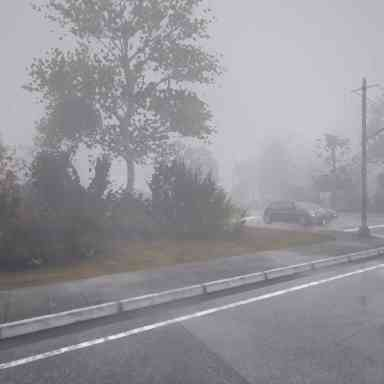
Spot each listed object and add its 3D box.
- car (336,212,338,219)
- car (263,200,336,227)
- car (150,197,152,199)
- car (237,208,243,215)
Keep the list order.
[{"bbox_3d":[9.212,1.594,26.889,1.837,1.490,4.892,0,-1,-42],"label":"car"},{"bbox_3d":[7.313,1.426,23.643,2.097,1.767,4.553,0,-1,-38],"label":"car"},{"bbox_3d":[-6.113,1.848,53.041,5.566,2.045,2.150,-2,-1,40],"label":"car"},{"bbox_3d":[3.501,1.781,33.716,1.994,1.385,4.181,0,-1,-42],"label":"car"}]
